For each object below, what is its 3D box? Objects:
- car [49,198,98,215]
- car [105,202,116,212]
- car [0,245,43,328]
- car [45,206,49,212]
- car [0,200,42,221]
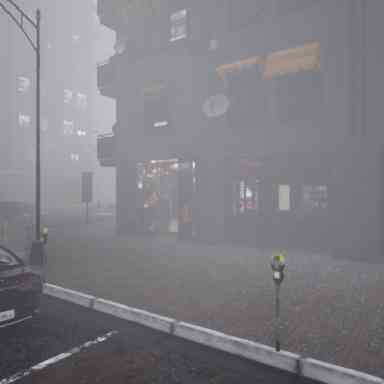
[{"bbox_3d":[-10.944,1.249,30.490,1.752,1.417,4.829,1,1,35],"label":"car"},{"bbox_3d":[-6.047,1.204,33.000,2.033,1.411,5.357,0,1,35],"label":"car"},{"bbox_3d":[-4.465,1.551,6.056,4.403,1.369,2.008,0,0,35],"label":"car"},{"bbox_3d":[-14.033,1.349,26.064,2.008,1.369,4.403,1,1,35],"label":"car"},{"bbox_3d":[-13.171,1.337,22.526,1.837,1.490,4.892,0,1,32],"label":"car"}]
